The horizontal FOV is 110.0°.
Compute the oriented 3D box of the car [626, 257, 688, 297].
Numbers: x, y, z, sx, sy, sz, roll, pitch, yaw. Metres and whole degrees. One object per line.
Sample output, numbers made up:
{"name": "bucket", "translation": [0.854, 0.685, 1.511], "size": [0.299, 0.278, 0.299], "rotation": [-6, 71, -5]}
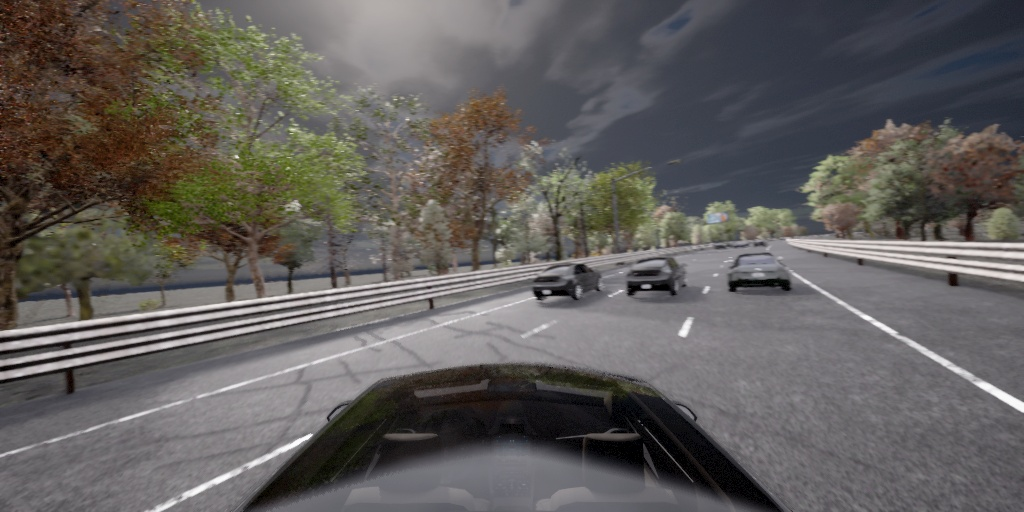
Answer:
{"name": "car", "translation": [6.223, 0.793, 15.311], "size": [1.837, 1.490, 4.892], "rotation": [-5, 0, 32]}

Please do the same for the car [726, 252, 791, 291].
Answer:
{"name": "car", "translation": [9.824, 0.561, 14.471], "size": [1.994, 1.385, 4.181], "rotation": [-5, 0, 32]}

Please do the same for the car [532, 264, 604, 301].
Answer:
{"name": "car", "translation": [2.625, 1.082, 16.135], "size": [1.837, 1.490, 4.892], "rotation": [-5, 0, 32]}
